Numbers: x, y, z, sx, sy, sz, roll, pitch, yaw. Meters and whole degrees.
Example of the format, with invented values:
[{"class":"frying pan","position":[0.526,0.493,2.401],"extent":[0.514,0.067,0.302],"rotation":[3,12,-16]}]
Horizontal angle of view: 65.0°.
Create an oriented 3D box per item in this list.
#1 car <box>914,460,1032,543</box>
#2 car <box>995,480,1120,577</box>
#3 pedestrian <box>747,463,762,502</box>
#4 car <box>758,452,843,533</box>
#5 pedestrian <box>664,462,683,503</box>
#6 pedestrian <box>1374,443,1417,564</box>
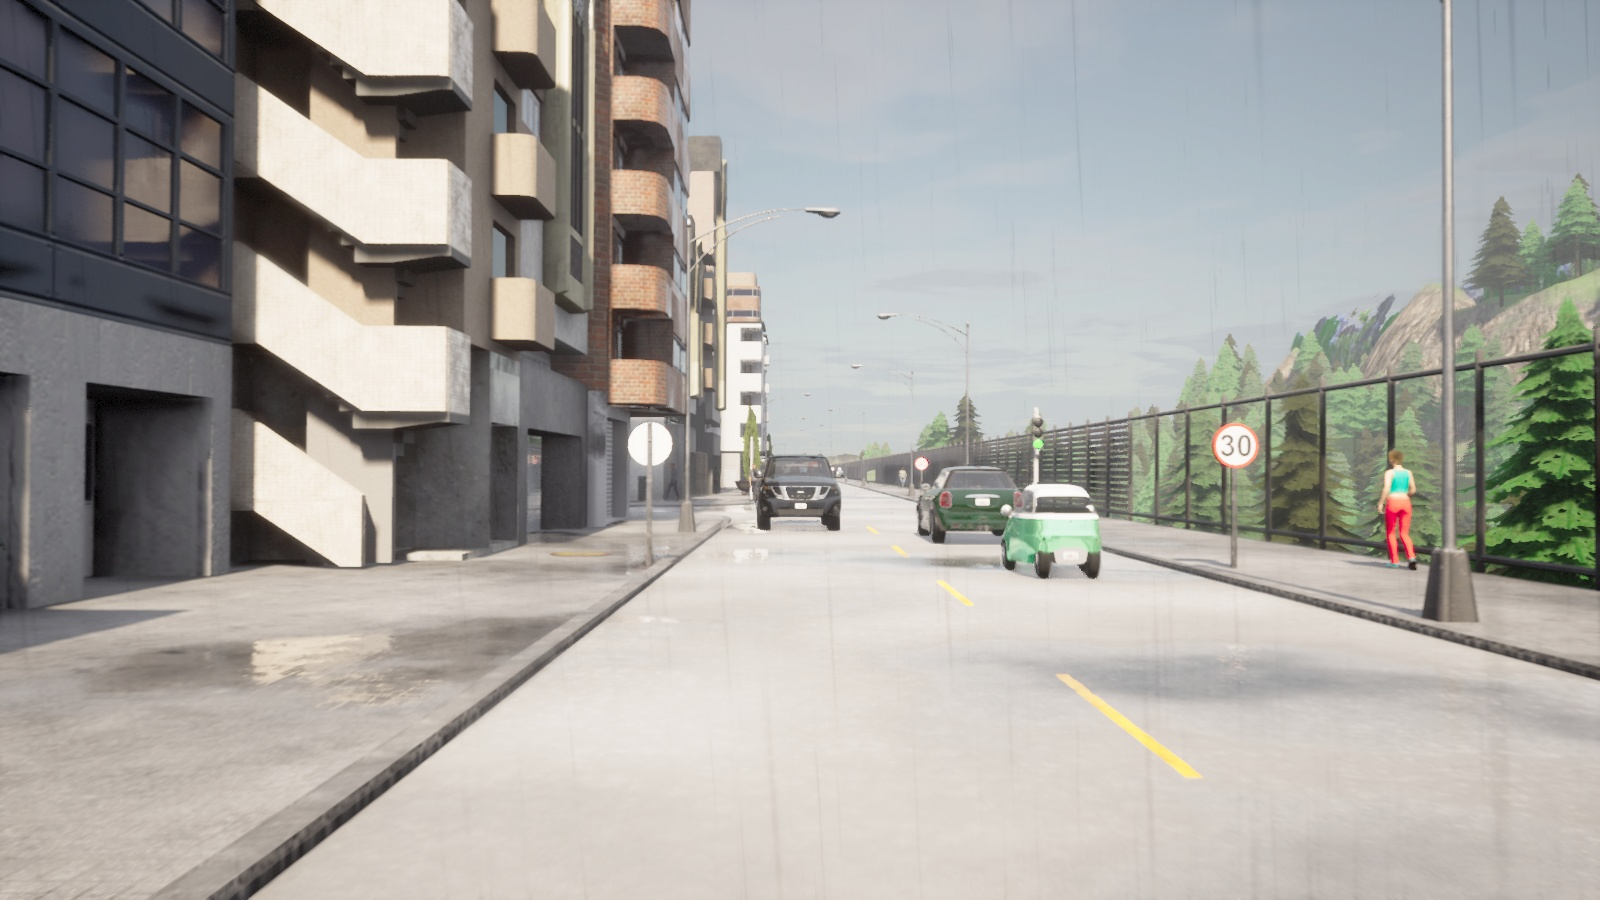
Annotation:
[{"class":"car","position":[3.922,1.147,29.243],"extent":[2.097,1.767,4.553],"rotation":[0,-1,0]},{"class":"car","position":[3.948,1.179,19.507],"extent":[1.481,1.376,2.207],"rotation":[0,0,0]},{"class":"pedestrian","position":[-2.171,1.537,60.231],"extent":[0.540,1.848,0.694],"rotation":[-1,-1,17]},{"class":"car","position":[-0.061,1.113,34.623],"extent":[2.150,2.045,5.566],"rotation":[0,-1,-2]},{"class":"pedestrian","position":[-6.115,1.564,60.611],"extent":[0.788,1.949,0.423],"rotation":[0,-1,-30]},{"class":"pedestrian","position":[9.146,0.811,19.295],"extent":[0.345,1.836,0.594],"rotation":[0,-1,-1]}]
